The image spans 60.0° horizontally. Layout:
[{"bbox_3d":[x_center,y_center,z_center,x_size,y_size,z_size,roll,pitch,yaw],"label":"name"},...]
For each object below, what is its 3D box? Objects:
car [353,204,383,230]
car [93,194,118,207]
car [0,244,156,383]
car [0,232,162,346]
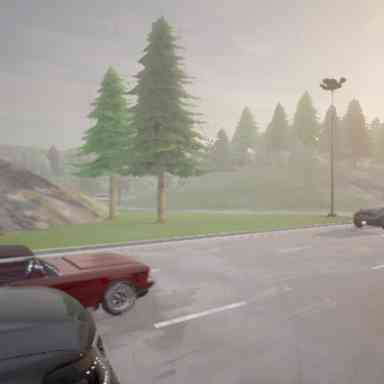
[{"bbox_3d":[12.082,1.554,20.962,4.892,1.490,1.837,0,0,-36],"label":"car"},{"bbox_3d":[-13.530,1.266,51.701,2.150,2.045,5.566,0,0,-36],"label":"car"},{"bbox_3d":[-3.116,1.219,1.523,5.566,2.045,2.150,0,0,-36],"label":"car"},{"bbox_3d":[-3.056,1.603,5.864,4.718,1.301,1.895,0,0,-36],"label":"car"}]
